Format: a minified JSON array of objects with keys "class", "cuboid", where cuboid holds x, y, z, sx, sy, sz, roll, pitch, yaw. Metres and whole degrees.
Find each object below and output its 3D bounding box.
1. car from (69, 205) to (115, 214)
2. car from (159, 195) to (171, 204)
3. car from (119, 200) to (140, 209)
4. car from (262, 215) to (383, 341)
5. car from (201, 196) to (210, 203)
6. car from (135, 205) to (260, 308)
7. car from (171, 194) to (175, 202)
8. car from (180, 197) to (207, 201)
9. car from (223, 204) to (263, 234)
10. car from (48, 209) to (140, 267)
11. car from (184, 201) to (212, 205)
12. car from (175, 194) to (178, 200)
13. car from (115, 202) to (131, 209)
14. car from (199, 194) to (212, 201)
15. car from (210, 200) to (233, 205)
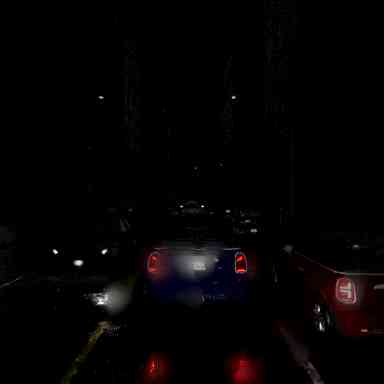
[{"class":"car","cuboid":[-5.669,1.567,17.532,1.947,1.339,4.313,0,0,0]},{"class":"car","cuboid":[-5.628,1.625,65.638,1.802,1.307,4.206,0,0,0]},{"class":"car","cuboid":[-5.668,1.443,28.535,1.967,1.590,4.097,0,0,0]},{"class":"car","cuboid":[2.855,1.440,6.528,1.967,1.590,4.097,0,0,0]},{"class":"car","cuboid":[2.907,1.579,71.203,1.752,1.417,4.829,0,0,0]},{"class":"car","cuboid":[0.100,1.352,8.097,2.097,1.767,4.553,0,0,0]},{"class":"car","cuboid":[-5.607,1.616,76.455,2.008,1.369,4.403,0,0,0]},{"class":"car","cuboid":[0.003,1.459,27.399,1.801,1.575,5.366,0,0,0]},{"class":"car","cuboid":[2.856,1.552,17.531,2.008,1.369,4.403,0,0,0]},{"class":"car","cuboid":[-3.098,1.547,11.725,2.033,1.411,5.357,0,0,0]},{"class":"car","cuboid":[0.098,1.479,17.377,1.882,1.535,5.008,0,0,0]},{"class":"car","cuboid":[-5.576,1.637,92.510,1.752,1.417,4.829,0,0,0]},{"class":"car","cuboid":[-5.669,1.584,23.034,1.802,1.307,4.206,0,0,0]},{"class":"car","cuboid":[2.896,1.484,65.624,1.967,1.590,4.097,0,0,0]},{"class":"car","cuboid":[2.858,1.569,28.534,1.947,1.339,4.313,0,0,0]}]
